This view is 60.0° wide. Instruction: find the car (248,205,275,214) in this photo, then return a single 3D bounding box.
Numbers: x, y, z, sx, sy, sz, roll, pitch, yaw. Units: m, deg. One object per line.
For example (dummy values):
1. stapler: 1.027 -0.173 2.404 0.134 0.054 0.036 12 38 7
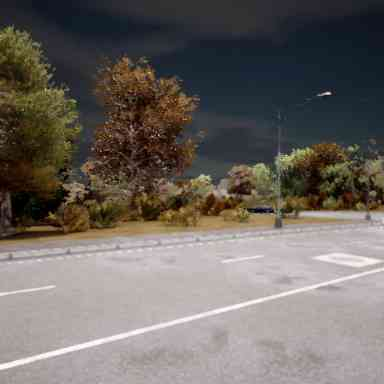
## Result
1. car: 9.952 2.463 46.006 1.895 1.301 4.718 1 -3 -32
